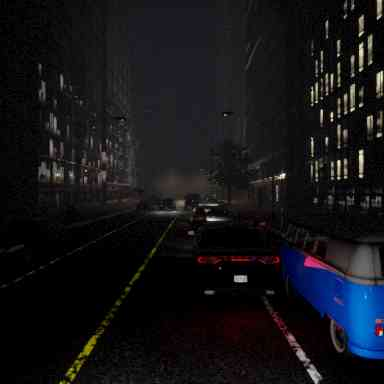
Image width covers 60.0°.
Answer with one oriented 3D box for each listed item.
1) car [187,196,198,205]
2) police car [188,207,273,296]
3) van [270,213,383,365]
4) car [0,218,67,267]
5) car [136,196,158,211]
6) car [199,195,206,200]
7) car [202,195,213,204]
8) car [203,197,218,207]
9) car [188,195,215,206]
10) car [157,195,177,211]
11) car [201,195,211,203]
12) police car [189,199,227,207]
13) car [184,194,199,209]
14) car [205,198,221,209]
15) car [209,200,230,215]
[{"bbox_3d":[0.143,1.480,59.484,1.837,1.490,4.892,0,0,0],"label":"car"},{"bbox_3d":[0.921,1.425,8.830,1.930,1.638,5.238,0,0,0],"label":"police car"},{"bbox_3d":[2.704,1.341,5.697,1.690,1.788,3.998,0,0,0],"label":"van"},{"bbox_3d":[-5.663,1.582,11.411,1.802,1.307,4.206,0,0,0],"label":"car"},{"bbox_3d":[-5.594,1.548,39.875,2.008,1.369,4.403,0,0,0],"label":"car"},{"bbox_3d":[2.911,1.463,91.083,1.887,1.381,4.507,0,0,0],"label":"car"},{"bbox_3d":[2.842,1.410,62.621,1.967,1.590,4.097,0,0,0],"label":"car"},{"bbox_3d":[2.814,1.538,51.236,2.008,1.369,4.403,0,0,0],"label":"car"},{"bbox_3d":[0.959,1.351,24.691,2.097,1.767,4.553,0,0,0],"label":"car"},{"bbox_3d":[-2.903,1.502,40.346,1.837,1.490,4.892,0,0,0],"label":"car"},{"bbox_3d":[2.856,1.401,68.313,1.967,1.590,4.097,0,0,0],"label":"car"},{"bbox_3d":[0.946,1.425,18.830,1.930,1.638,5.238,0,0,0],"label":"police car"},{"bbox_3d":[0.112,1.215,44.930,2.150,2.045,5.566,0,0,0],"label":"car"},{"bbox_3d":[2.801,1.544,45.543,2.008,1.369,4.403,0,0,0],"label":"car"},{"bbox_3d":[2.773,1.581,34.158,1.802,1.307,4.206,0,0,0],"label":"car"}]
